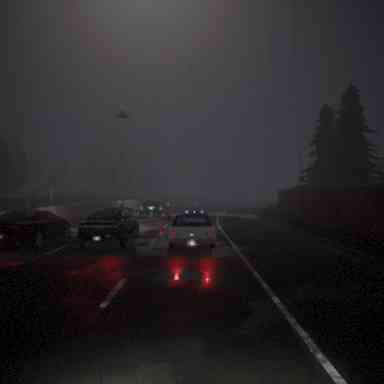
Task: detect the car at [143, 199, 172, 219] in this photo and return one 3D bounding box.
[{"bbox_3d":[-3.066,1.366,28.754,2.097,1.767,4.553,0,0,6],"label":"car"}]

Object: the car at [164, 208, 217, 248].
[{"bbox_3d":[0.000,1.616,14.680,1.895,1.301,4.718,0,0,0],"label":"car"}]

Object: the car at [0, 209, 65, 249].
[{"bbox_3d":[-7.000,1.484,14.650,1.882,1.535,5.008,0,0,0],"label":"car"}]

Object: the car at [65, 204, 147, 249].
[{"bbox_3d":[-3.500,1.494,14.650,2.128,1.511,4.902,0,0,0],"label":"car"}]

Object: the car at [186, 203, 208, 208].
[{"bbox_3d":[0.424,1.616,28.473,1.895,1.301,4.718,0,0,6],"label":"car"}]
